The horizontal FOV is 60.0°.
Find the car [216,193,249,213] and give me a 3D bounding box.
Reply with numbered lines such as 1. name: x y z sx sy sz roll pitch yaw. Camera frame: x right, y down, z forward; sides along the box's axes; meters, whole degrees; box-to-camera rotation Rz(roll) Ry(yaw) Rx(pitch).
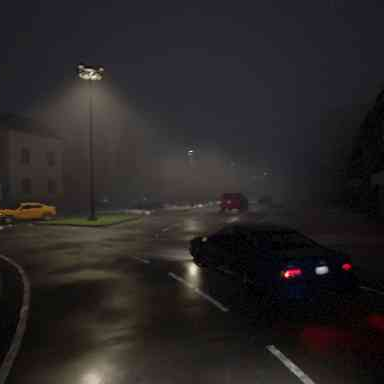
1. car: 4.553 1.087 35.335 2.150 2.045 5.566 -1 0 20

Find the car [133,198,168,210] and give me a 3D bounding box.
1. car: -5.279 1.586 42.630 1.994 1.385 4.181 -1 0 22

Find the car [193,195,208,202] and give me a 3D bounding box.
1. car: 1.894 1.399 71.214 1.994 1.385 4.181 -1 0 21

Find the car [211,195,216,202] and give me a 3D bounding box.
1. car: 5.317 1.388 70.370 1.895 1.301 4.718 -1 0 21

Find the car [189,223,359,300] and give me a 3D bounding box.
1. car: 1.571 1.507 8.519 2.033 1.411 5.357 -1 0 -19

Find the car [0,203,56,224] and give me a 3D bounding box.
1. car: -13.686 1.667 27.177 1.882 1.535 5.008 -1 0 37

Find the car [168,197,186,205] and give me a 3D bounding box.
1. car: -2.796 1.554 58.898 1.895 1.301 4.718 -1 0 22

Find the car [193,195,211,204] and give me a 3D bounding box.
1. car: 1.409 1.405 60.063 1.812 1.442 4.674 -1 0 21

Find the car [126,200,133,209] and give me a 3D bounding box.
1. car: -7.418 1.544 46.757 2.128 1.511 4.902 -1 0 21

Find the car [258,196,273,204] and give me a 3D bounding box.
1. car: 12.666 1.293 57.002 1.895 1.301 4.718 -1 0 21
